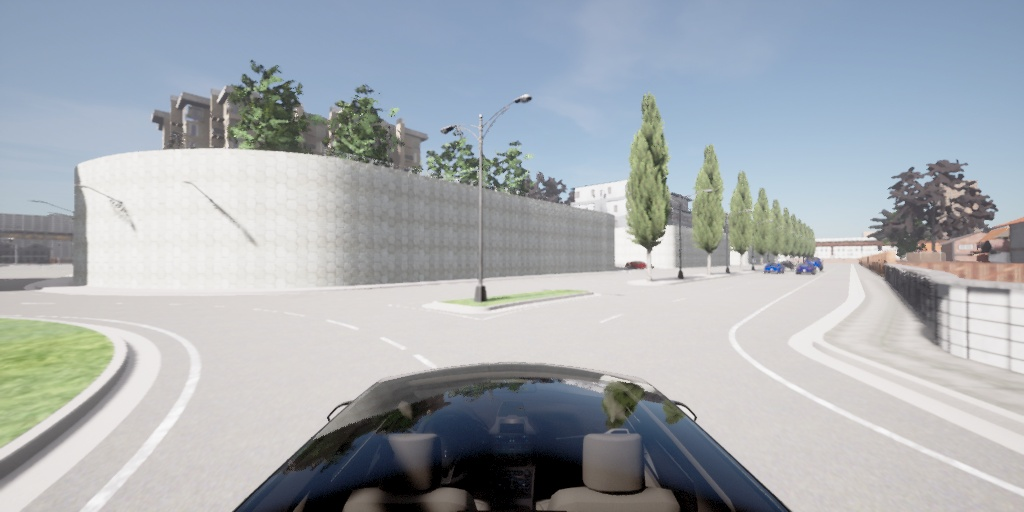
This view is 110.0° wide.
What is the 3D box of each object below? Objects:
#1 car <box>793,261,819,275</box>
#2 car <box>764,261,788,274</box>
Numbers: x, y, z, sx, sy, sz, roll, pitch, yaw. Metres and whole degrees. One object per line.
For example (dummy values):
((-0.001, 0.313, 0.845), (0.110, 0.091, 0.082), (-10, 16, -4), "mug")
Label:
((39.558, 1.730, 48.202), (1.812, 1.442, 4.674), (-1, -1, 44), "car")
((37.255, 1.707, 50.858), (1.882, 1.535, 5.008), (-1, 0, 44), "car")
